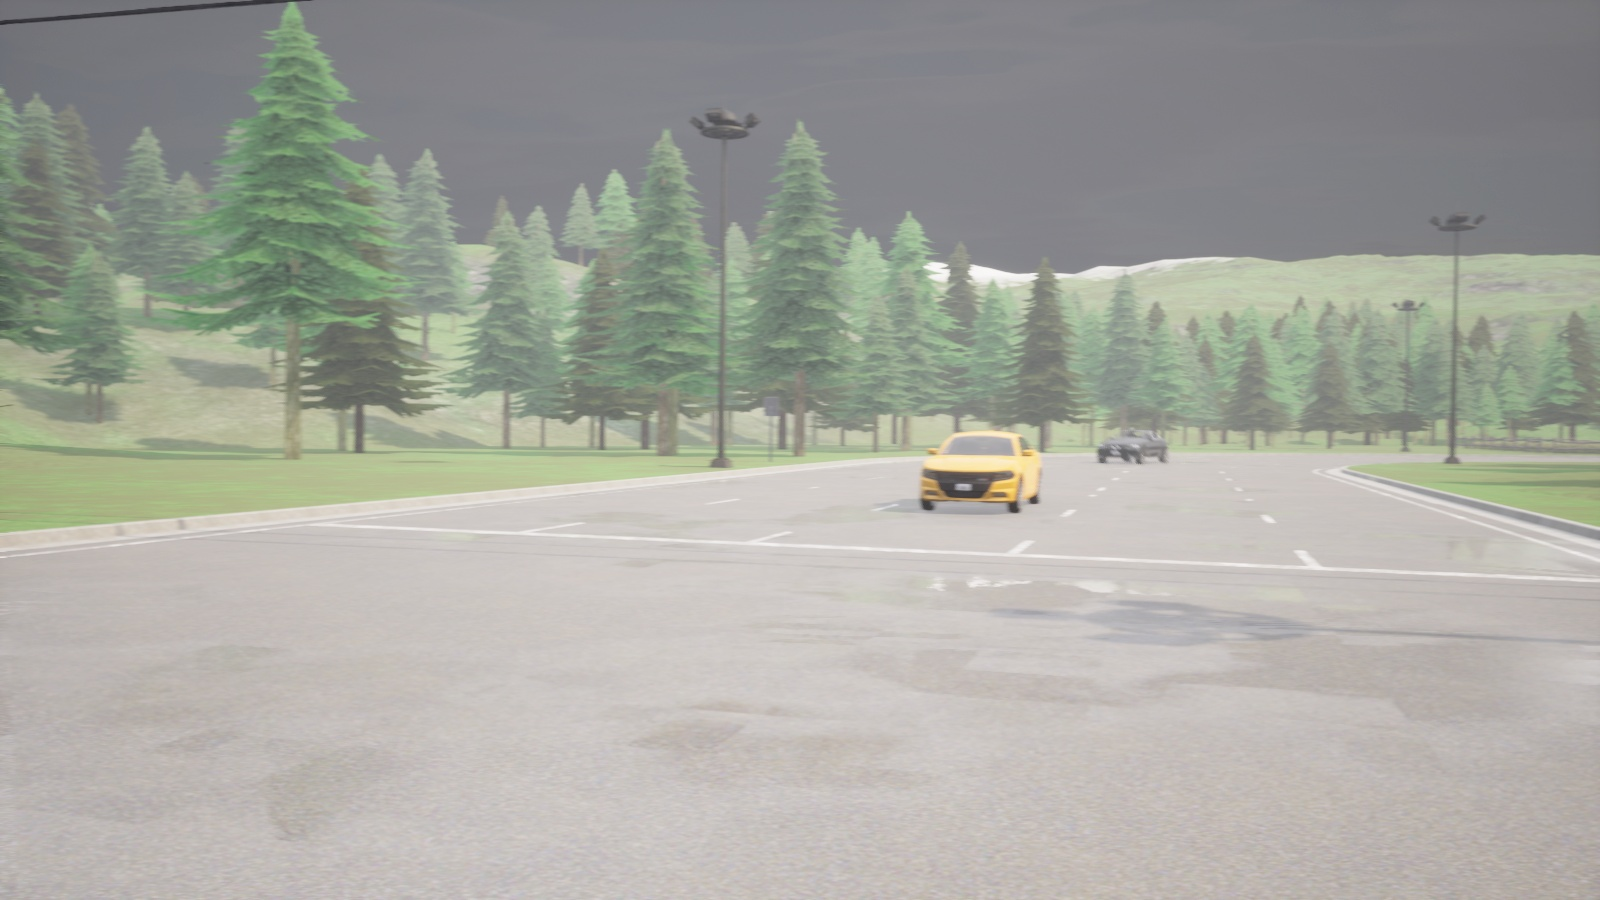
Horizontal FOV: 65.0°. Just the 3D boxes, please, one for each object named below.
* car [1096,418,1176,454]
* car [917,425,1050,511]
[{"bbox_3d":[16.157,-0.677,60.244,2.152,1.651,5.027,0,1,35],"label":"car"},{"bbox_3d":[3.774,0.283,25.076,1.882,1.535,5.008,0,1,17],"label":"car"}]
